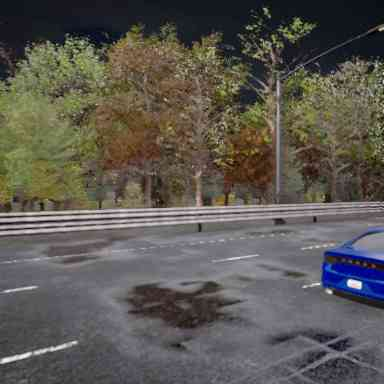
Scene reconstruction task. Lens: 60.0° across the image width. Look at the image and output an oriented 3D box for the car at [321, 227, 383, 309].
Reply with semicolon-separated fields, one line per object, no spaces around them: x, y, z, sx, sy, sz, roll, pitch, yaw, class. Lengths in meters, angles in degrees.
4.934;1.482;7.244;5.008;1.535;1.882;0;0;-34;car
